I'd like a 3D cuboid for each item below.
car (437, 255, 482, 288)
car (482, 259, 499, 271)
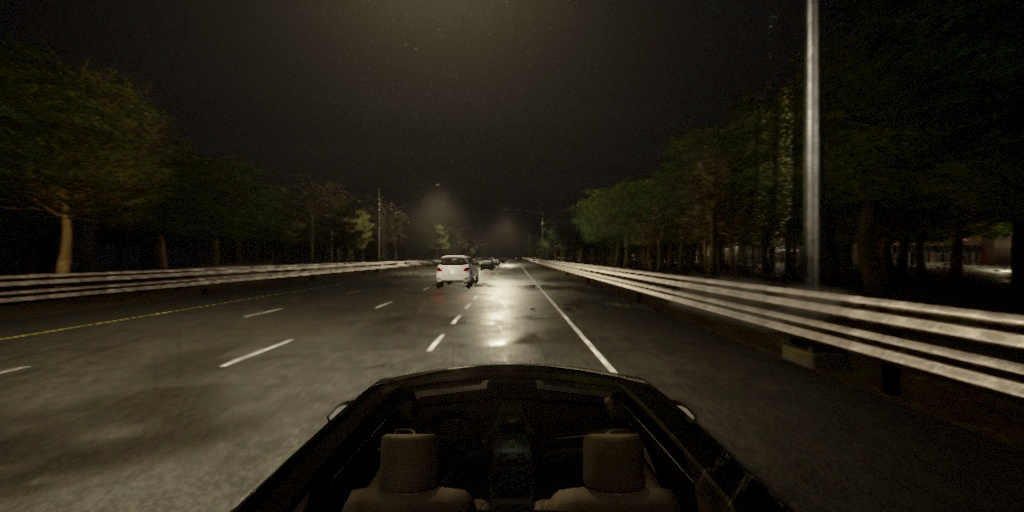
[{"bbox_3d":[-3.500,0.985,23.777,2.150,2.045,5.566,0,0,0],"label":"car"},{"bbox_3d":[-3.438,1.293,51.796,2.128,1.511,4.902,0,0,0],"label":"car"}]
